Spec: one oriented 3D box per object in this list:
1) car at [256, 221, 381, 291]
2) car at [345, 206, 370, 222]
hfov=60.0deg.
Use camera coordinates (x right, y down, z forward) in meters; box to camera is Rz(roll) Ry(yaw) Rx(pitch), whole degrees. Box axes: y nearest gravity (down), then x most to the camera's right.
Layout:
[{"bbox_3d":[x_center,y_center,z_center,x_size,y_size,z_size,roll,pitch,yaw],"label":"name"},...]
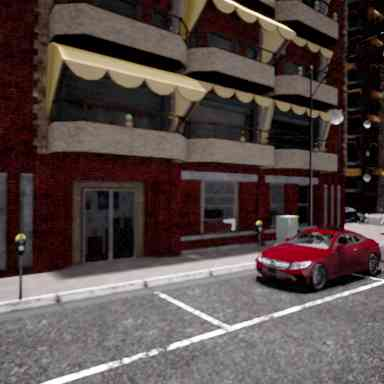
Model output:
[{"bbox_3d":[3.638,1.667,9.218,4.206,1.307,1.802,1,-1,-35],"label":"car"},{"bbox_3d":[14.557,2.122,32.273,2.128,1.511,4.902,1,-1,-36],"label":"car"}]
